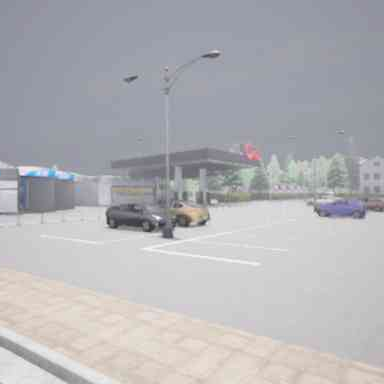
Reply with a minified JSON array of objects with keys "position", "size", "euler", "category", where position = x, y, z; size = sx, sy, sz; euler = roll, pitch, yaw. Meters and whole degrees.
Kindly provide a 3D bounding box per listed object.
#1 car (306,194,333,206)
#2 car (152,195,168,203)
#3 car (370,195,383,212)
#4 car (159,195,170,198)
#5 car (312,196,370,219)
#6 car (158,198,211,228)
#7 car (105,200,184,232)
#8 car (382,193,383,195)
[{"position":[19.019,1.420,49.442],"size":[3.806,1.475,1.970],"euler":[0,0,36],"category":"car"},{"position":[-7.594,1.564,79.176],"size":[1.905,1.878,3.866],"euler":[0,0,36],"category":"car"},{"position":[17.926,1.320,34.835],"size":[4.514,1.523,2.007],"euler":[0,0,36],"category":"car"},{"position":[-5.598,1.704,72.328],"size":[2.242,1.667,4.611],"euler":[0,0,36],"category":"car"},{"position":[11.977,1.344,26.806],"size":[3.633,1.501,1.845],"euler":[0,0,36],"category":"car"},{"position":[-1.221,1.396,21.802],"size":[5.027,1.636,2.152],"euler":[0,0,36],"category":"car"},{"position":[-3.036,1.405,19.243],"size":[4.514,1.523,2.007],"euler":[0,0,36],"category":"car"},{"position":[25.873,1.114,44.453],"size":[4.605,1.855,1.932],"euler":[0,0,36],"category":"car"}]
